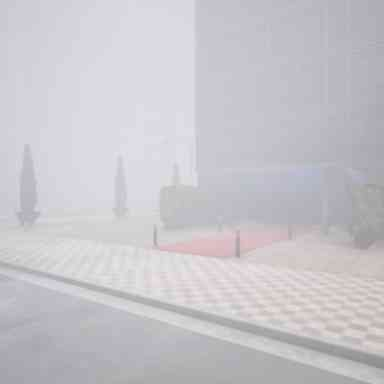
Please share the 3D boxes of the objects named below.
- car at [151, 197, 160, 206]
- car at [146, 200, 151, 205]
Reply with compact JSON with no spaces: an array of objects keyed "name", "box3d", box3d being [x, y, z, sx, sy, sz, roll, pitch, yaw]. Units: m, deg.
[{"name":"car","box3d":[-4.013,1.551,53.570,1.994,1.385,4.181,0,0,36]},{"name":"car","box3d":[-5.760,1.586,57.106,1.895,1.301,4.718,0,0,36]}]
